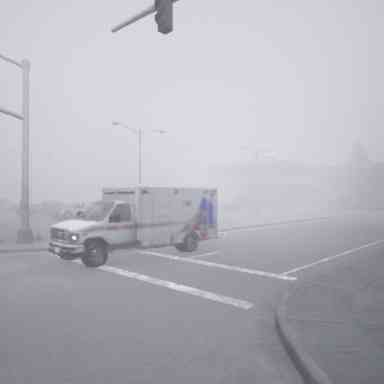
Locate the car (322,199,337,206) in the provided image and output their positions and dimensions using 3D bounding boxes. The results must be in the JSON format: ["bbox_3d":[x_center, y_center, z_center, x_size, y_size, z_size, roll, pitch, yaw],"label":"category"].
[{"bbox_3d":[30.690,2.370,72.358,4.611,1.667,2.242,-1,-1,44],"label":"car"}]

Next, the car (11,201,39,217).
[{"bbox_3d":[-15.481,1.706,34.578,2.152,1.636,5.027,-1,-1,44],"label":"car"}]

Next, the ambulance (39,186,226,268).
[{"bbox_3d":[-1.771,1.043,12.125,2.351,2.431,6.366,-1,-1,44],"label":"ambulance"}]

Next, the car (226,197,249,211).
[{"bbox_3d":[6.680,1.732,48.283,1.905,1.878,3.866,-1,-1,44],"label":"car"}]

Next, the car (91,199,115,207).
[{"bbox_3d":[-19.968,2.435,74.781,2.152,1.636,5.027,-1,-1,44],"label":"car"}]

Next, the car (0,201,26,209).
[{"bbox_3d":[-33.038,2.358,61.455,1.970,1.475,3.806,-1,-1,44],"label":"car"}]

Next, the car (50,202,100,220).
[{"bbox_3d":[-10.640,1.711,30.353,1.970,1.475,3.806,-1,-1,44],"label":"car"}]

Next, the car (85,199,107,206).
[{"bbox_3d":[-22.262,2.481,76.922,2.007,1.523,4.514,-1,-1,44],"label":"car"}]

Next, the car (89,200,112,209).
[{"bbox_3d":[-16.776,2.230,61.034,1.845,1.501,3.633,-1,-1,44],"label":"car"}]

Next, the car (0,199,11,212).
[{"bbox_3d":[-24.686,1.781,43.464,1.905,1.878,3.866,-1,-1,44],"label":"car"}]

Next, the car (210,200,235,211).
[{"bbox_3d":[4.713,2.060,51.028,1.970,1.475,3.806,-1,-1,44],"label":"car"}]
